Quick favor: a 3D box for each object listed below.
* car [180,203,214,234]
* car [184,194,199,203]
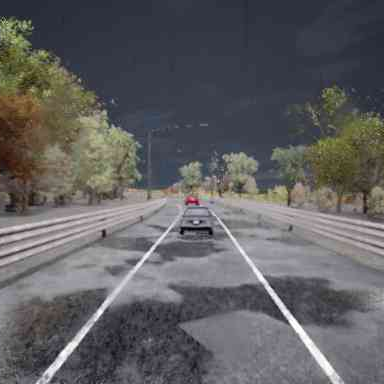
[{"bbox_3d":[0.310,1.583,19.509,2.033,1.411,5.357,0,0,2],"label":"car"},{"bbox_3d":[-0.104,1.281,55.001,2.150,2.045,5.566,1,0,-4],"label":"car"}]
